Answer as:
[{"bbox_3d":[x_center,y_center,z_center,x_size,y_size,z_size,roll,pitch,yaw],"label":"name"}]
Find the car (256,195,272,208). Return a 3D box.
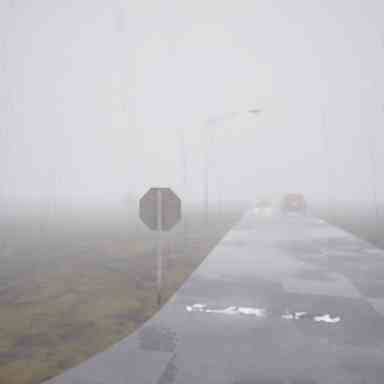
[{"bbox_3d":[9.882,1.272,45.533,2.097,1.767,4.553,0,0,12],"label":"car"}]

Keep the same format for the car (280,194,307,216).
[{"bbox_3d":[9.896,1.199,32.688,2.150,2.045,5.566,0,0,12],"label":"car"}]
